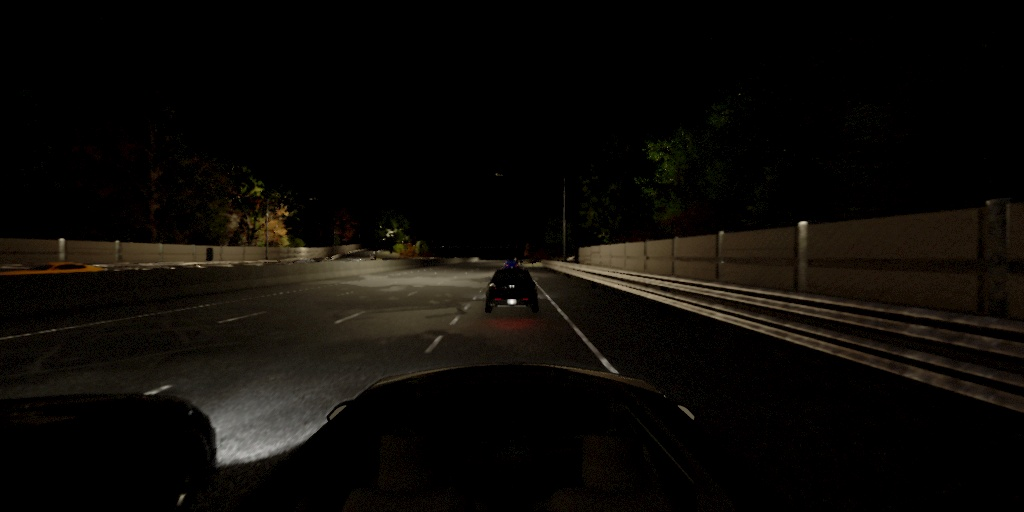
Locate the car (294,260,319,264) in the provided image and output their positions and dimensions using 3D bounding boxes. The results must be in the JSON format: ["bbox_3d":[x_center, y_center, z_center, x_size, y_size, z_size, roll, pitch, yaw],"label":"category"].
[{"bbox_3d":[-28.026,1.236,48.713,2.128,1.511,4.902,0,0,0],"label":"car"}]

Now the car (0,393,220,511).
[{"bbox_3d":[-3.399,1.314,1.202,1.994,1.385,4.181,0,0,0],"label":"car"}]

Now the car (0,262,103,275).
[{"bbox_3d":[-31.578,1.211,24.765,1.882,1.535,5.008,0,0,0],"label":"car"}]

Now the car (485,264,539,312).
[{"bbox_3d":[-0.006,1.245,14.162,1.837,1.490,4.892,0,0,0],"label":"car"}]

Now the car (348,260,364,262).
[{"bbox_3d":[-21.031,1.237,48.256,2.128,1.511,4.902,0,0,0],"label":"car"}]

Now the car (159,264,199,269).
[{"bbox_3d":[-24.568,1.298,26.275,1.994,1.385,4.181,0,0,0],"label":"car"}]

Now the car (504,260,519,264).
[{"bbox_3d":[-0.015,1.272,46.817,1.812,1.442,4.674,0,0,0],"label":"car"}]
